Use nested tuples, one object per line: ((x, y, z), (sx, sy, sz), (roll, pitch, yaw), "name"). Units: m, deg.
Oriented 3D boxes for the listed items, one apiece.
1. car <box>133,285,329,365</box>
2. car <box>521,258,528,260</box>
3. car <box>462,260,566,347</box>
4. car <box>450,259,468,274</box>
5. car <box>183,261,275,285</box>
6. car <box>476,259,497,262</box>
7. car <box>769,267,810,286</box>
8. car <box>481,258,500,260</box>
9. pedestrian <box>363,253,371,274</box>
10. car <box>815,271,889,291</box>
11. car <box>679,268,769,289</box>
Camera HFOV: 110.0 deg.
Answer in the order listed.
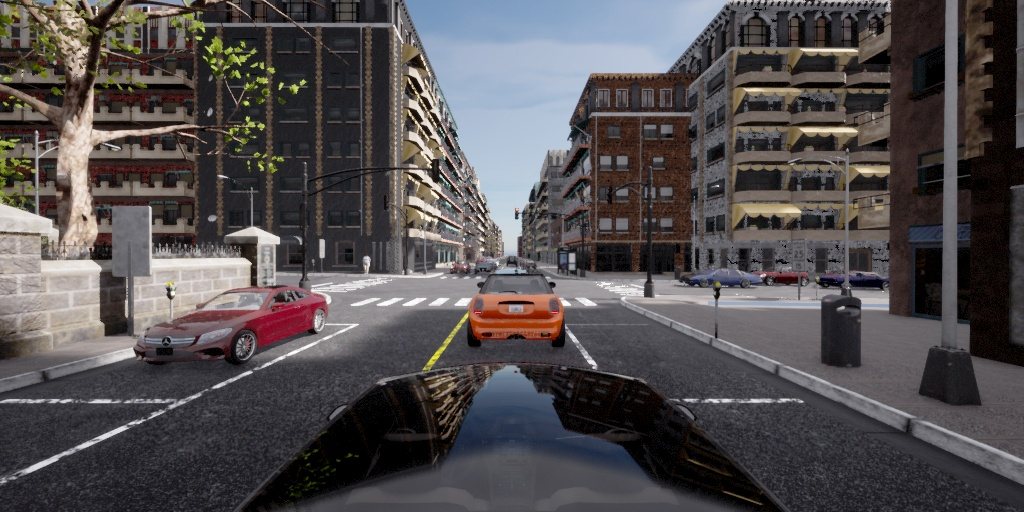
((-5.697, 1.331, 7.974), (1.802, 1.307, 4.207), (0, 0, 0), "car")
((2.622, 1.298, 51.668), (2.007, 1.370, 4.403), (0, 0, 0), "car")
((0.116, 1.101, 9.484), (2.097, 1.767, 4.553), (0, 0, 1), "car")
((-5.743, 1.187, 40.385), (1.967, 1.591, 4.097), (0, 0, 0), "car")
((-17.677, 1.034, 22.569), (4.181, 1.385, 1.994), (1, 0, -1), "car")
((-3.146, 1.312, 40.982), (1.994, 1.385, 4.181), (0, 0, 0), "car")
((21.343, 1.571, 28.859), (4.097, 1.591, 1.967), (0, 0, -1), "car")
((-3.155, 1.312, 49.956), (1.994, 1.385, 4.181), (0, 0, 0), "car")
((-12.754, 0.651, 31.367), (0.375, 1.860, 0.375), (0, -1, -1), "pedestrian")
((25.248, 1.815, 26.347), (4.718, 1.301, 1.895), (1, 0, -1), "car")
((15.215, 1.584, 26.214), (5.357, 1.411, 2.033), (1, 0, -1), "car")
